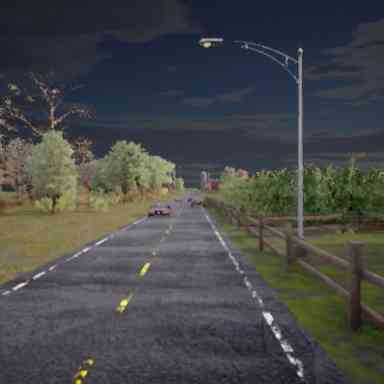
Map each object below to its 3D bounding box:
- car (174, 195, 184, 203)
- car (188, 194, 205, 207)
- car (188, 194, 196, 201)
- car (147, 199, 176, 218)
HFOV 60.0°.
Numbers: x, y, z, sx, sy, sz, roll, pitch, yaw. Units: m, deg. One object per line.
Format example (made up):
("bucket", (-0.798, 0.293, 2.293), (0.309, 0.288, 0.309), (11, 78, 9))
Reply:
("car", (-2.741, 1.465, 70.692), (1.837, 1.490, 4.892), (0, 0, 0))
("car", (0.908, 1.356, 50.888), (2.097, 1.767, 4.553), (0, 0, 1))
("car", (0.014, 1.310, 81.970), (1.837, 1.490, 4.892), (0, 0, 0))
("car", (-2.842, 1.579, 30.211), (1.994, 1.385, 4.181), (0, 0, 0))
